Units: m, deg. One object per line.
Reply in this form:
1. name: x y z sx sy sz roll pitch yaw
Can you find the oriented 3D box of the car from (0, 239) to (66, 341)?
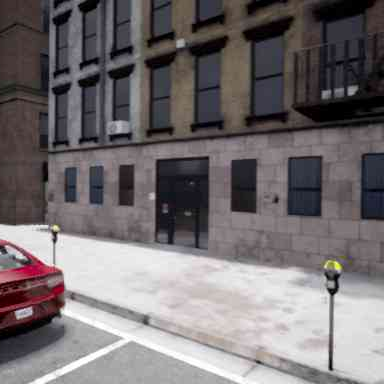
1. car: -4.040 1.447 5.747 4.507 1.381 1.887 1 1 36
